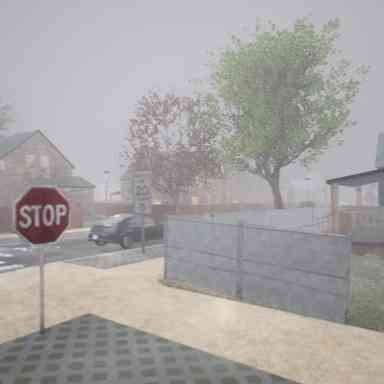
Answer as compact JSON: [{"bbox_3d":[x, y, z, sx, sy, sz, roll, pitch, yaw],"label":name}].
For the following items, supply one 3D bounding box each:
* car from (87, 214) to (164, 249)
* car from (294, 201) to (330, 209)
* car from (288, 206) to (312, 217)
[{"bbox_3d":[-2.691,1.746,15.646,1.812,1.442,4.674,-1,-2,35],"label":"car"},{"bbox_3d":[14.833,2.135,40.933,2.150,2.045,5.566,-1,-2,35],"label":"car"},{"bbox_3d":[15.035,2.672,46.140,1.895,1.301,4.718,-1,-2,35],"label":"car"}]
